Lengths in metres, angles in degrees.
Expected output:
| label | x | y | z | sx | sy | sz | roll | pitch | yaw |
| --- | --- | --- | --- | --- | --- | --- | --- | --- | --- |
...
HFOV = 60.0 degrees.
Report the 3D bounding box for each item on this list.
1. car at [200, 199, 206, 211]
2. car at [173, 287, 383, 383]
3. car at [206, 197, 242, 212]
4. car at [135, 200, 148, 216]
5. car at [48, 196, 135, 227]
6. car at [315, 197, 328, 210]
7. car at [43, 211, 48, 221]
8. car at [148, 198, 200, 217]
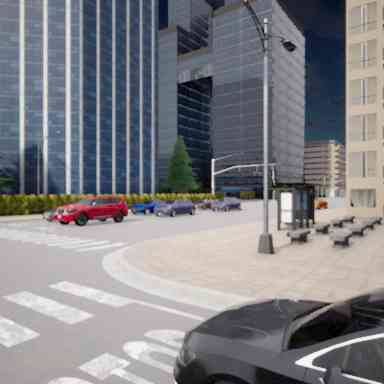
| label | x | y | z | sx | sy | sz | roll | pitch | yaw |
| --- | --- | --- | --- | --- | --- | --- | --- | --- | --- |
| car | 1.700 | 1.590 | 42.501 | 1.812 | 1.442 | 4.674 | 0 | 0 | 36 |
| car | 2.060 | 1.505 | 2.497 | 4.892 | 1.490 | 1.837 | 0 | 0 | 36 |
| car | 4.101 | 1.415 | 39.847 | 2.097 | 1.767 | 4.553 | 0 | 0 | 36 |
| car | -4.128 | 1.542 | 34.397 | 1.882 | 1.535 | 5.008 | 0 | 0 | 36 |
| car | -7.133 | 1.286 | 24.191 | 2.150 | 2.045 | 5.566 | 0 | 0 | 36 |
| car | 16.602 | 1.412 | 44.565 | 2.097 | 1.767 | 4.553 | 0 | 0 | 39 |
| car | -9.554 | 1.591 | 26.806 | 1.812 | 1.442 | 4.674 | 0 | 0 | 36 |
| car | -1.631 | 1.415 | 31.870 | 2.097 | 1.767 | 4.553 | 0 | 0 | 36 |
